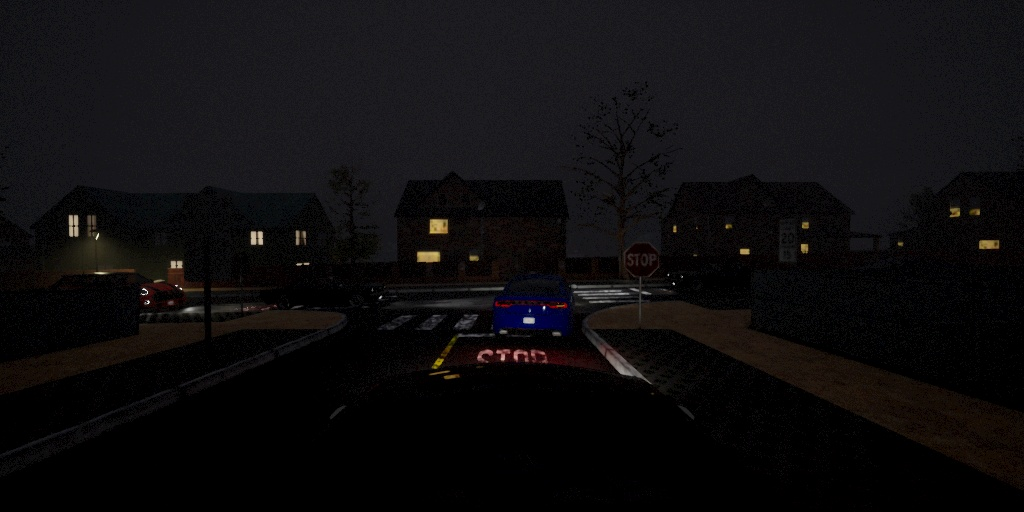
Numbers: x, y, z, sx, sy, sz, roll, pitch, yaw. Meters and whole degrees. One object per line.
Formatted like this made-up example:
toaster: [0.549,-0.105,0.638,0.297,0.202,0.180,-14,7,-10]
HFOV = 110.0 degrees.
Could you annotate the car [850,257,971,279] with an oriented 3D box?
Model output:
car: [20.047,0.753,18.271,5.357,1.411,2.033,-1,1,0]

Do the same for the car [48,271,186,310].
car: [-16.806,1.471,15.282,4.553,1.767,2.097,-1,1,0]

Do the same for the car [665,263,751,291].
car: [10.402,1.034,18.230,4.718,1.301,1.895,-1,1,-1]

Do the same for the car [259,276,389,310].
car: [-7.819,1.506,15.294,4.718,1.301,1.895,-1,1,0]

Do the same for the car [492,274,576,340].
car: [0.782,1.226,10.090,1.882,1.535,5.008,0,0,10]
